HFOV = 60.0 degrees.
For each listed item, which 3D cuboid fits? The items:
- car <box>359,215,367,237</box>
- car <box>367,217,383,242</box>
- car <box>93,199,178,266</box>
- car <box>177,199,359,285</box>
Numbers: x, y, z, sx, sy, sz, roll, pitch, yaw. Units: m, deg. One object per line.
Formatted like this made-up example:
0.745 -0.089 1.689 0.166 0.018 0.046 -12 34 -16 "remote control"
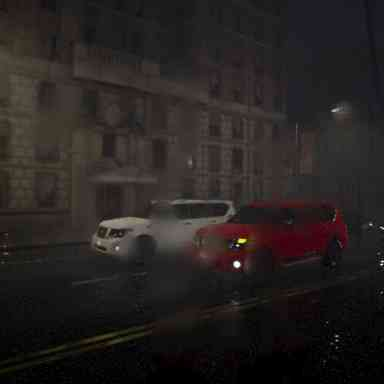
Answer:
7.703 1.701 17.971 5.357 1.411 2.033 1 0 -34 "car"
10.833 1.657 15.878 4.902 1.511 2.128 1 0 -34 "car"
-0.677 1.280 12.101 5.566 2.045 2.150 1 0 -35 "car"
2.525 1.293 10.091 5.566 2.045 2.150 1 0 -37 "car"
